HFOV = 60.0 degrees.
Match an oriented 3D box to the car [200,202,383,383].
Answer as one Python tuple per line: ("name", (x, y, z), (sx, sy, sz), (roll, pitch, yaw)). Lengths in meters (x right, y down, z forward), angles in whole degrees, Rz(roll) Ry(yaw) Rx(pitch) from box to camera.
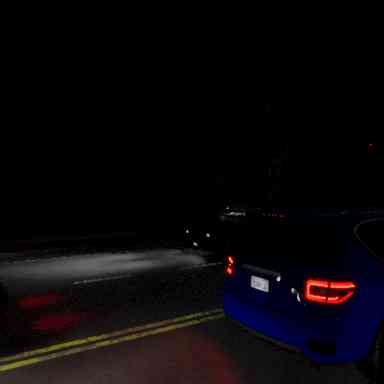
("car", (3.083, 1.220, 5.546), (5.566, 2.045, 2.150), (0, 0, -33))

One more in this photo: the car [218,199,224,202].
("car", (2.604, 1.487, 38.099), (2.128, 1.511, 4.902), (0, 0, -31))

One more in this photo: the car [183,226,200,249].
("car", (2.013, 1.599, 13.341), (4.718, 1.301, 1.895), (0, 0, -31))

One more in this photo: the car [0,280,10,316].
("car", (-5.494, 1.548, 4.369), (5.357, 1.411, 2.033), (0, 0, -36))

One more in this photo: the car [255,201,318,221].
("car", (8.046, 1.543, 28.970), (2.033, 1.411, 5.357), (0, 0, -31))
